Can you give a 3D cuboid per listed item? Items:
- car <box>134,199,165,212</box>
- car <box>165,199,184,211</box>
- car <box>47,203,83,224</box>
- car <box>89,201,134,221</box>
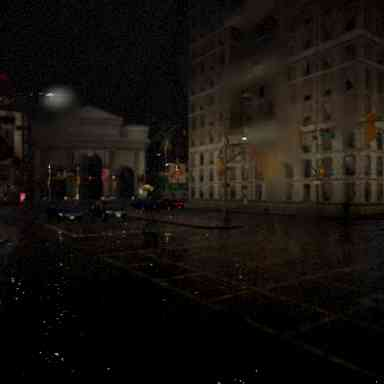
[{"bbox_3d":[-5.662,1.556,39.883,1.882,1.535,5.008,0,0,-35],"label":"car"},{"bbox_3d":[-2.844,1.598,41.955,1.837,1.490,4.892,0,0,-35],"label":"car"},{"bbox_3d":[-9.843,1.555,25.522,1.812,1.442,4.674,0,0,-35],"label":"car"},{"bbox_3d":[-7.051,1.535,27.638,2.128,1.511,4.902,0,0,-35],"label":"car"}]
